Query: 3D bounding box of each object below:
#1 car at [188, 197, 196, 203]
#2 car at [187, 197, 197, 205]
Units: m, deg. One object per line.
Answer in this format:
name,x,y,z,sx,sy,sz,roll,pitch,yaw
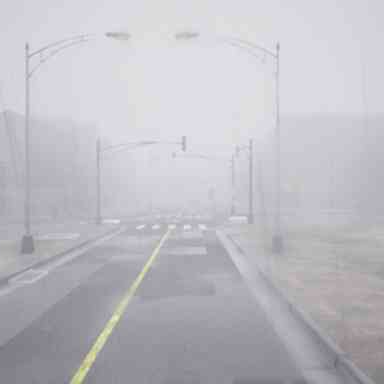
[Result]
car,-0.011,1.917,82.221,2.033,1.411,5.357,0,0,0
car,-0.010,1.981,71.800,1.837,1.490,4.892,0,0,0
